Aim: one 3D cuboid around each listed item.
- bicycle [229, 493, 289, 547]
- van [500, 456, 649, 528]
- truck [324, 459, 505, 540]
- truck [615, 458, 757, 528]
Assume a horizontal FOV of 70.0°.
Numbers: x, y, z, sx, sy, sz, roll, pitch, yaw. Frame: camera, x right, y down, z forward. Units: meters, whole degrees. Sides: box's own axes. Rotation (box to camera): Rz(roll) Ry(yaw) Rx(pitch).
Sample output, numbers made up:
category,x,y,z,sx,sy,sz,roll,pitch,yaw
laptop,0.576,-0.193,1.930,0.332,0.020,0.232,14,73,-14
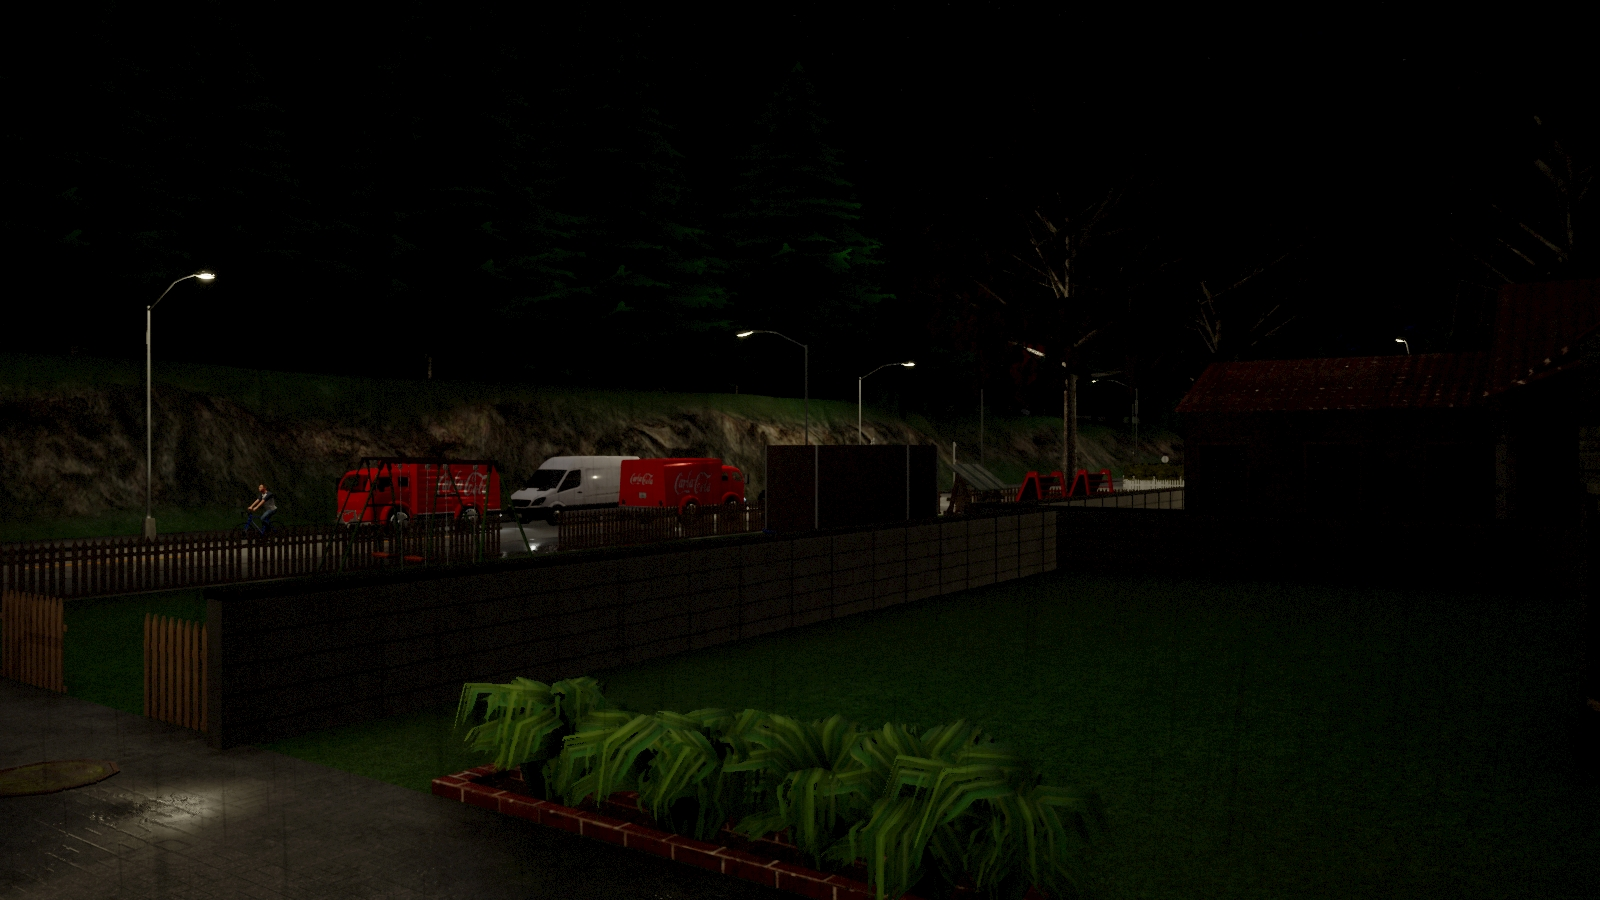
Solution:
category,x,y,z,sx,sy,sz,roll,pitch,yaw
bicycle,-15.989,2.043,33.811,0.373,1.496,1.643,0,0,35
van,-8.627,1.522,44.299,1.988,2.561,5.915,0,0,35
truck,-12.825,1.556,38.322,2.627,2.467,5.204,0,0,35
truck,-4.275,1.553,43.579,2.627,2.467,5.204,0,0,35
